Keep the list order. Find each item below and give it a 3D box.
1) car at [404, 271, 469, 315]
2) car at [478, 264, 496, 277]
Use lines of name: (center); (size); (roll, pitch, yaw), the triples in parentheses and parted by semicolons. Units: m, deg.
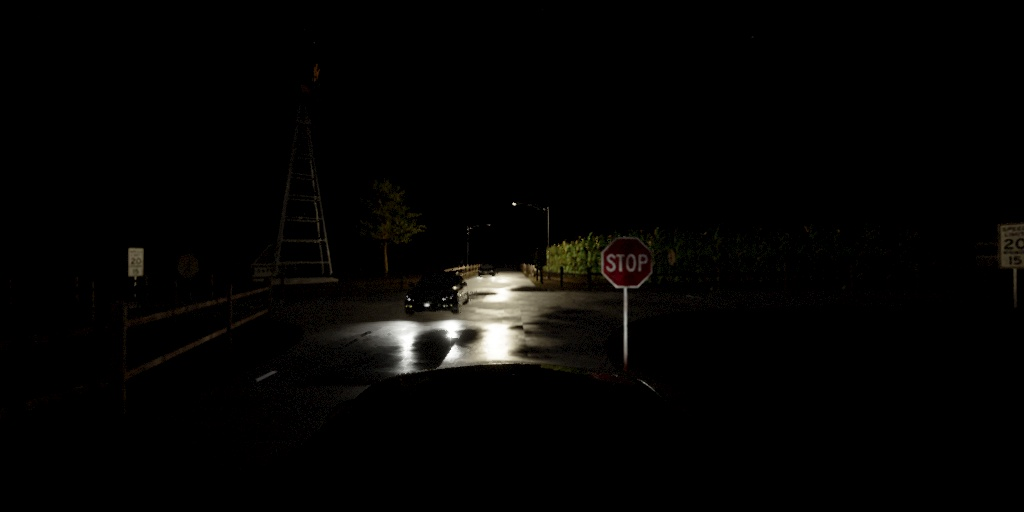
car: (-2.833, 1.394, 14.312); (1.837, 1.490, 4.892); (-1, 0, 0)
car: (-2.981, 1.711, 42.851); (1.882, 1.535, 5.008); (0, -1, 0)
